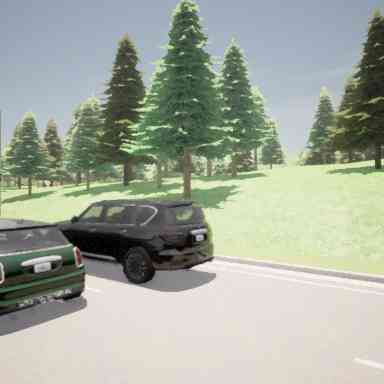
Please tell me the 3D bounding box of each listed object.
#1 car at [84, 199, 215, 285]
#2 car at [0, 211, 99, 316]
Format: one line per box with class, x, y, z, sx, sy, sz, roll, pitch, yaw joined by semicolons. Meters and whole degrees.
car;-1.988;1.221;9.719;5.566;2.045;2.150;0;0;35
car;-4.372;1.352;7.124;4.553;1.767;2.097;0;0;36
